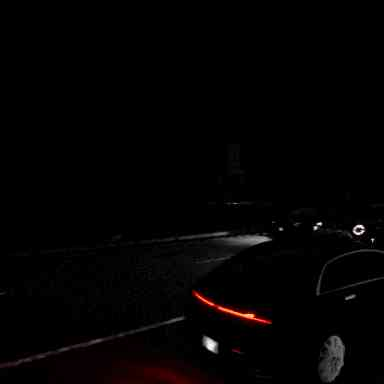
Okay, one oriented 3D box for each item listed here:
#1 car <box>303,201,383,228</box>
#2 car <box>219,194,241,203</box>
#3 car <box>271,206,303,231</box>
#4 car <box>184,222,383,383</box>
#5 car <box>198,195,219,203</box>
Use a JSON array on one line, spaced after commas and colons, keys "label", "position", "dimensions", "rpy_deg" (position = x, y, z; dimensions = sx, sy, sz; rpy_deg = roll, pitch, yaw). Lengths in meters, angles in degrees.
[{"label": "car", "position": [6.778, 1.272, 13.097], "dimensions": [4.553, 1.767, 2.097], "rpy_deg": [-1, 0, -35]}, {"label": "car", "position": [6.209, 1.055, 57.529], "dimensions": [1.882, 1.535, 5.008], "rpy_deg": [-1, 1, -38]}, {"label": "car", "position": [6.052, 1.427, 16.874], "dimensions": [4.674, 1.442, 1.812], "rpy_deg": [-1, 0, -35]}, {"label": "car", "position": [2.177, 1.491, 5.279], "dimensions": [4.892, 1.490, 1.837], "rpy_deg": [-1, 0, -36]}, {"label": "car", "position": [2.017, 1.192, 57.177], "dimensions": [1.994, 1.385, 4.181], "rpy_deg": [-1, 0, -38]}]
